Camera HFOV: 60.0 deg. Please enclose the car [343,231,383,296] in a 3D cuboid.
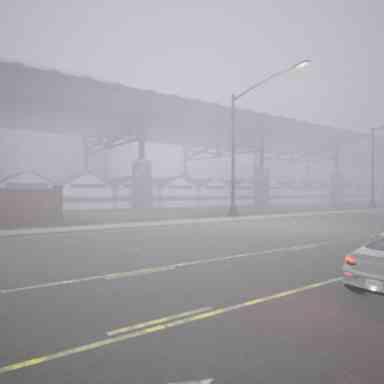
[{"bbox_3d":[5.236,1.529,7.495,4.674,1.442,1.812,0,0,-36],"label":"car"}]
